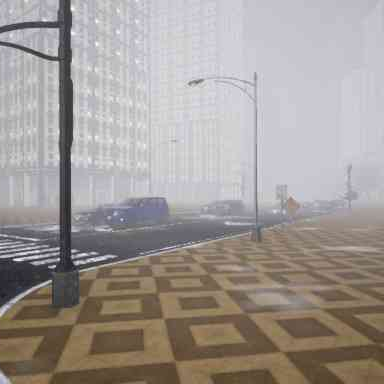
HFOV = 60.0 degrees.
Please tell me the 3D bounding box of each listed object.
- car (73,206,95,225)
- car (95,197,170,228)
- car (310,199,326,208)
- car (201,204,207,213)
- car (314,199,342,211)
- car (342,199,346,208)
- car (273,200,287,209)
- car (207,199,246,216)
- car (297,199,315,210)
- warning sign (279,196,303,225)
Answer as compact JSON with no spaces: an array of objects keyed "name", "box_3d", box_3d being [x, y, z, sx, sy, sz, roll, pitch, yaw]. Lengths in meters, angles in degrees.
[{"name":"car","box_3d":[-6.758,1.648,25.605,2.128,1.511,4.902,0,0,34]},{"name":"car","box_3d":[-3.867,1.368,24.081,2.150,2.045,5.566,0,-1,34]},{"name":"car","box_3d":[21.466,1.903,56.514,1.812,1.442,4.674,0,0,31]},{"name":"car","box_3d":[2.861,1.757,39.708,2.128,1.511,4.902,0,-1,34]},{"name":"car","box_3d":[18.796,1.852,45.886,2.033,1.411,5.357,0,0,31]},{"name":"car","box_3d":[24.191,1.839,54.740,1.882,1.535,5.008,0,0,31]},{"name":"car","box_3d":[13.756,1.948,50.195,1.994,1.385,4.181,0,0,32]},{"name":"car","box_3d":[3.972,1.584,35.564,2.097,1.767,4.553,0,0,34]},{"name":"car","box_3d":[16.286,1.923,47.999,1.895,1.301,4.718,0,0,32]},{"name":"warning sign","box_3d":[6.824,1.251,22.958,1.300,1.860,1.060,0,0,34]}]
